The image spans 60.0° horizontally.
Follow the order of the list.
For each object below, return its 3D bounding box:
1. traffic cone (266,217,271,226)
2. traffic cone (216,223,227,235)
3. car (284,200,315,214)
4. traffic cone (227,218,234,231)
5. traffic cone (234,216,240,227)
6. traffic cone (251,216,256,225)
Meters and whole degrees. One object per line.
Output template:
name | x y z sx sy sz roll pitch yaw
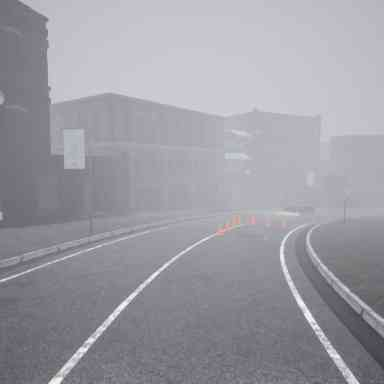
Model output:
traffic cone | 5.161 1.994 22.449 0.340 0.580 0.340 2 1 17
traffic cone | 1.463 1.926 17.327 0.340 0.580 0.340 2 0 17
car | 12.179 1.648 37.483 4.181 1.385 1.994 1 2 -44
traffic cone | 2.062 1.926 19.234 0.340 0.580 0.340 2 1 18
traffic cone | 2.662 1.925 21.142 0.340 0.580 0.340 2 1 17
traffic cone | 4.207 1.958 22.744 0.340 0.580 0.340 2 1 17
